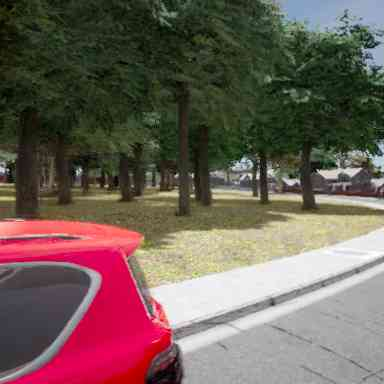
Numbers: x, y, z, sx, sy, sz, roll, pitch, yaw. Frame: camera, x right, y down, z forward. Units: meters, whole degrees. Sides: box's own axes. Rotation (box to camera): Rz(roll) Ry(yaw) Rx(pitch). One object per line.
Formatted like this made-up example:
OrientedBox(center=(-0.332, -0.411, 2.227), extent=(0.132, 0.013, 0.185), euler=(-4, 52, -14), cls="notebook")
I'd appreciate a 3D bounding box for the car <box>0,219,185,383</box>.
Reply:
OrientedBox(center=(-2.611, 1.235, 1.325), extent=(5.566, 2.045, 2.150), euler=(0, 0, -36), cls="car")
